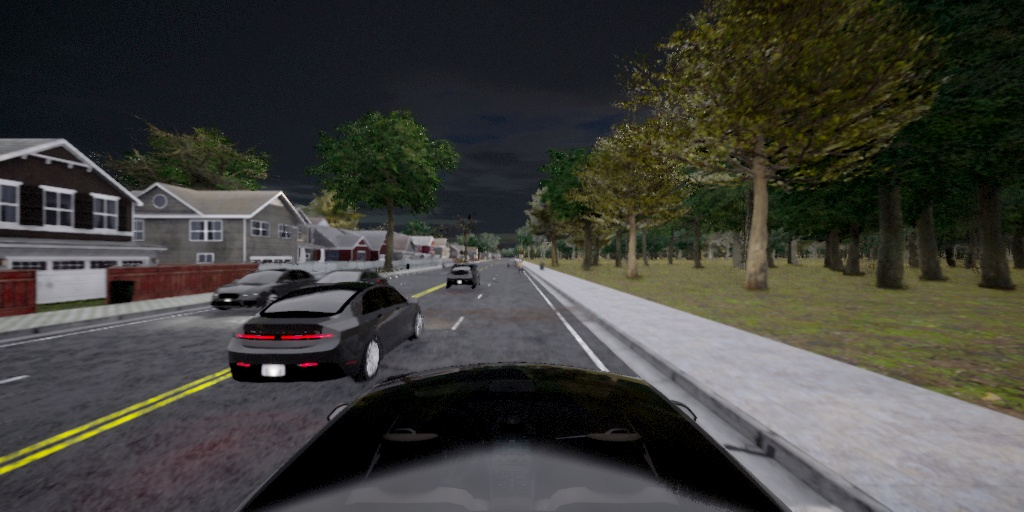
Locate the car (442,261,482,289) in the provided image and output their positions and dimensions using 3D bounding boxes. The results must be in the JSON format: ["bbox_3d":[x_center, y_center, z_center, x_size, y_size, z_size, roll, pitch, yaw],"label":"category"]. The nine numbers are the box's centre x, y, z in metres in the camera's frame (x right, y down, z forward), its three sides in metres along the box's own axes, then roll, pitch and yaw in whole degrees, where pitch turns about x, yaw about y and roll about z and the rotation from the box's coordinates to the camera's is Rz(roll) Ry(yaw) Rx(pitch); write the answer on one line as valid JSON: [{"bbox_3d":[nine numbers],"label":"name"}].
[{"bbox_3d":[-3.154,1.319,23.949,1.837,1.490,4.892,0,0,0],"label":"car"}]

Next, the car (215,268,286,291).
[{"bbox_3d":[-9.851,1.293,14.849,1.837,1.490,4.892,0,0,0],"label":"car"}]

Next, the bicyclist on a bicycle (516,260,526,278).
[{"bbox_3d":[0.866,1.279,33.949,0.866,1.612,1.509,0,0,0],"label":"bicyclist on a bicycle"}]

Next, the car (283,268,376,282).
[{"bbox_3d":[-6.601,1.264,14.462,1.882,1.535,5.008,0,0,0],"label":"car"}]

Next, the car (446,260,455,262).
[{"bbox_3d":[-9.814,1.403,56.674,2.128,1.511,4.902,0,0,0],"label":"car"}]

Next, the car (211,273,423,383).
[{"bbox_3d":[-3.150,1.270,7.159,1.837,1.490,4.892,0,0,0],"label":"car"}]

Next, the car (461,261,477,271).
[{"bbox_3d":[-6.565,1.508,55.300,1.895,1.301,4.718,0,0,1],"label":"car"}]
